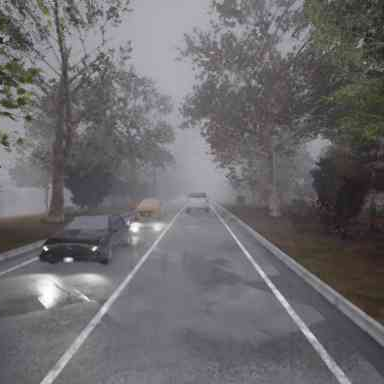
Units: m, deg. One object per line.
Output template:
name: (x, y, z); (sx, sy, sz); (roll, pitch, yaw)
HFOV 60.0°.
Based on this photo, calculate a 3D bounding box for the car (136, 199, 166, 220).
car: (-3.127, 1.250, 25.581); (1.882, 1.535, 5.008); (0, 1, 1)

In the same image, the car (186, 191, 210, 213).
car: (0.598, 0.953, 33.251); (2.150, 2.045, 5.566); (0, 0, 1)

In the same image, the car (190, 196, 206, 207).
car: (0.844, 1.276, 45.656); (2.033, 1.411, 5.357); (0, 0, 1)

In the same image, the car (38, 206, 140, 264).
car: (-3.405, 1.466, 11.842); (2.033, 1.411, 5.357); (0, 0, 0)
